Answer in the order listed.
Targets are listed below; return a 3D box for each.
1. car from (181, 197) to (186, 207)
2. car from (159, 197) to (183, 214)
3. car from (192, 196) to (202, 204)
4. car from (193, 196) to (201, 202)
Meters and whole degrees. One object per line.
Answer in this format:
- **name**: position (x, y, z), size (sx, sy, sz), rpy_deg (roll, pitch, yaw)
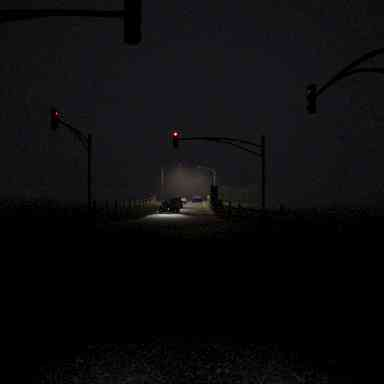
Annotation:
- **car**: position (-2.214, 1.536, 45.976), size (1.812, 1.442, 4.674), rpy_deg (0, 0, 1)
- **car**: position (-2.370, 1.571, 35.961), size (1.994, 1.385, 4.181), rpy_deg (0, 0, 1)
- **car**: position (1.059, 1.495, 65.883), size (1.882, 1.535, 5.008), rpy_deg (0, 0, 1)
- **car**: position (1.124, 1.617, 75.917), size (1.895, 1.301, 4.718), rpy_deg (0, 0, 1)
